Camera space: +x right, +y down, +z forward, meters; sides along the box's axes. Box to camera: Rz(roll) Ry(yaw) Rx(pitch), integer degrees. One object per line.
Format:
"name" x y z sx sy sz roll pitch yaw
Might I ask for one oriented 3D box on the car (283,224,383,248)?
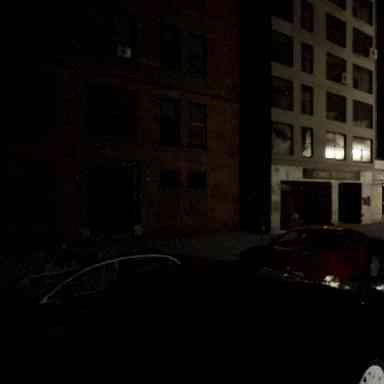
"car" 3.131 1.534 8.418 4.507 1.381 1.887 0 0 -35

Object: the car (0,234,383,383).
"car" -0.046 1.476 3.020 5.008 1.535 1.882 0 0 -35

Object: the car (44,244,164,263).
"car" -1.496 1.549 5.120 4.403 1.369 2.008 0 0 -35
